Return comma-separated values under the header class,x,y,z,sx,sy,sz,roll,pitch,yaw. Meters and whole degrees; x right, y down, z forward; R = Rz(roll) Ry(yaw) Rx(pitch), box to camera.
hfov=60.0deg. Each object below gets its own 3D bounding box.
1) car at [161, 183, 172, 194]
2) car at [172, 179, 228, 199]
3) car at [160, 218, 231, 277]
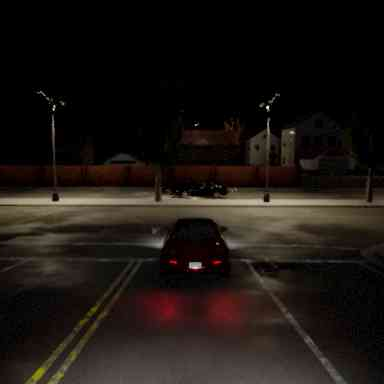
class,x,y,z,sx,sy,sz,roll,pitch,yaw
car,-0.732,-0.606,34.237,5.008,1.535,1.882,0,6,-1
car,0.849,-0.215,30.789,4.892,1.490,1.837,0,6,-1
car,0.107,1.509,10.103,1.812,1.442,4.674,0,1,1
